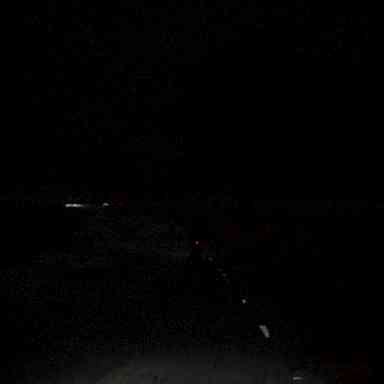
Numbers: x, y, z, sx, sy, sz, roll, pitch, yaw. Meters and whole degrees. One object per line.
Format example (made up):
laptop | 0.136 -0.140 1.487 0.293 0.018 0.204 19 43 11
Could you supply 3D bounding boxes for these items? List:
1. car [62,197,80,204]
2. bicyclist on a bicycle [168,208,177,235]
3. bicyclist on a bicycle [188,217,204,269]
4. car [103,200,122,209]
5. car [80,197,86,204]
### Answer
car | -23.838 1.713 64.777 1.895 1.301 4.718 3 -1 -34
bicyclist on a bicycle | -1.206 1.824 20.558 0.582 1.620 1.656 2 -1 -10
bicyclist on a bicycle | 0.139 1.673 11.129 0.582 1.620 1.656 1 -1 -6
car | -12.377 1.917 51.545 2.033 1.411 5.357 3 -1 -27
car | -23.644 1.704 69.586 1.812 1.442 4.674 3 -1 -39
